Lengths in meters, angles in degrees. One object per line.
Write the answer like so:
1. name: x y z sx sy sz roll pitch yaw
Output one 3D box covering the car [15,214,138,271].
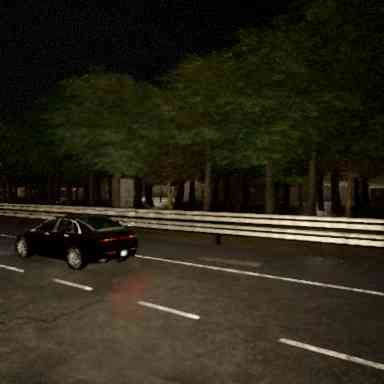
1. car: -3.936 1.506 10.977 4.892 1.490 1.837 0 0 35
